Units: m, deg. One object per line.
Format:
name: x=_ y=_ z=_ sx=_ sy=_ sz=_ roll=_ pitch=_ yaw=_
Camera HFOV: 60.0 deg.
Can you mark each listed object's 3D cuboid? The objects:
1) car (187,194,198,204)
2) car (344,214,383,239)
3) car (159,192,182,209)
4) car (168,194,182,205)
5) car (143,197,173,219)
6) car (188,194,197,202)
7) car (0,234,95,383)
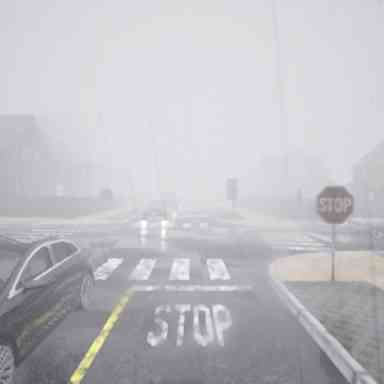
car: x=0.028 y=1.380 z=59.194 sx=1.994 sy=1.385 sz=4.181 roll=0 pitch=0 yaw=0
car: x=10.373 y=1.632 z=16.837 sx=4.718 sy=1.301 sz=1.895 roll=1 pitch=1 yaw=-1
car: x=-2.820 y=1.035 z=41.220 sx=2.150 sy=2.045 sz=5.566 roll=0 pitch=0 yaw=1
car: x=-2.759 y=1.166 z=56.064 sx=2.097 sy=1.767 sz=4.553 roll=0 pitch=0 yaw=1
car: x=-2.837 y=1.376 z=27.154 sx=1.812 sy=1.442 sz=4.674 roll=0 pitch=0 yaw=0
car: x=0.032 y=1.274 z=69.202 sx=1.837 sy=1.490 sz=4.892 roll=0 pitch=0 yaw=0
car: x=-2.847 y=1.457 z=4.806 sx=2.128 sy=1.511 sz=4.902 roll=0 pitch=0 yaw=0
